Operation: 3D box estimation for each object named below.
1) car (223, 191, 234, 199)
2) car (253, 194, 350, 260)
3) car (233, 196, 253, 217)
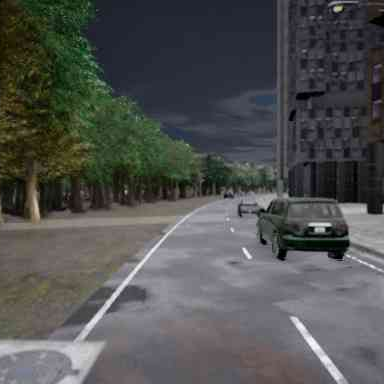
[{"bbox_3d":[9.153,0.720,82.671,2.150,2.045,5.566,0,1,14],"label":"car"},{"bbox_3d":[3.896,1.208,12.541,2.150,2.045,5.566,0,0,2],"label":"car"},{"bbox_3d":[5.119,1.444,30.601,2.128,1.511,4.902,0,0,5],"label":"car"}]
